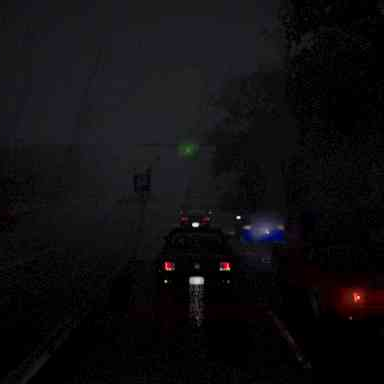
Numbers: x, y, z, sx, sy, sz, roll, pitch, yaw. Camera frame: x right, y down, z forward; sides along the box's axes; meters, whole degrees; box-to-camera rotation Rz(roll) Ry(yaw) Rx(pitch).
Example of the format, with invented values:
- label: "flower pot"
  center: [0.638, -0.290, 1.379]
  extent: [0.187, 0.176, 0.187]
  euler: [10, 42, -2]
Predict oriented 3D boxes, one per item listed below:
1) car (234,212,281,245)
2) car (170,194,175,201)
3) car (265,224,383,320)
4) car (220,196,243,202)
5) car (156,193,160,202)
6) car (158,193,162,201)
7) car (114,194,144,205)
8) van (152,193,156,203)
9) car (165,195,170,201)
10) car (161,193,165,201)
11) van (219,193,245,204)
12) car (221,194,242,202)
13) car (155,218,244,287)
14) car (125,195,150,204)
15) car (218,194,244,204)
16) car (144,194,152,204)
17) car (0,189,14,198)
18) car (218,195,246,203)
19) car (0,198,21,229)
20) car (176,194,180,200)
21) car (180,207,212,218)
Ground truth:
- label: "car"
  center: [3.163, 1.646, 16.102]
  extent: [1.994, 1.385, 4.181]
  euler: [0, 0, 2]
- label: "car"
  center: [-8.037, 1.368, 86.193]
  extent: [5.566, 2.045, 2.435]
  euler: [-1, -1, -12]
- label: "car"
  center: [3.123, 1.638, 7.319]
  extent: [1.895, 1.301, 4.718]
  euler: [0, 0, 0]
- label: "car"
  center: [8.688, 1.559, 73.655]
  extent: [4.674, 1.452, 2.002]
  euler: [1, 0, -13]
- label: "car"
  center: [-10.042, 1.572, 71.206]
  extent: [4.892, 1.521, 2.231]
  euler: [-1, -1, -14]
- label: "car"
  center: [-9.670, 1.620, 74.202]
  extent: [4.674, 1.452, 2.002]
  euler: [-1, 0, -13]
- label: "car"
  center: [-11.469, 1.566, 59.251]
  extent: [4.792, 1.488, 2.163]
  euler: [-1, 0, -15]
- label: "van"
  center: [-10.268, 1.333, 68.236]
  extent: [4.442, 1.987, 1.878]
  euler: [-1, -1, -14]
- label: "car"
  center: [-8.487, 1.650, 83.186]
  extent: [4.674, 1.452, 2.002]
  euler: [-1, 0, -12]
- label: "car"
  center: [-9.299, 1.631, 77.203]
  extent: [4.674, 1.452, 2.002]
  euler: [-1, -1, -13]
- label: "van"
  center: [7.258, 1.260, 61.854]
  extent: [4.442, 1.987, 1.878]
  euler: [1, 0, -14]
- label: "car"
  center: [9.426, 1.409, 79.523]
  extent: [4.553, 1.767, 2.185]
  euler: [1, 0, -12]
- label: "car"
  center: [0.122, 1.649, 9.450]
  extent: [1.895, 1.301, 4.718]
  euler: [0, 0, 0]
- label: "car"
  center: [-10.733, 1.425, 65.196]
  extent: [4.553, 1.767, 2.185]
  euler: [-1, -1, -14]
- label: "car"
  center: [7.640, 1.369, 64.823]
  extent: [4.553, 1.767, 2.185]
  euler: [1, 0, -14]
- label: "car"
  center: [-10.825, 1.534, 62.243]
  extent: [5.366, 1.575, 1.946]
  euler: [-1, -1, -15]
- label: "car"
  center: [-28.186, 0.313, 50.117]
  extent: [2.002, 1.452, 4.674]
  euler: [6, -3, -19]
- label: "car"
  center: [8.175, 1.502, 67.816]
  extent: [5.366, 1.575, 1.946]
  euler: [1, 0, -13]
- label: "car"
  center: [-13.636, 1.477, 21.443]
  extent: [4.553, 1.767, 2.185]
  euler: [-1, 0, -19]
- label: "car"
  center: [-6.655, 1.649, 95.132]
  extent: [5.008, 1.535, 2.097]
  euler: [-1, 0, -11]
- label: "car"
  center: [0.231, 1.631, 20.444]
  extent: [1.812, 1.442, 4.674]
  euler: [0, 0, 1]
